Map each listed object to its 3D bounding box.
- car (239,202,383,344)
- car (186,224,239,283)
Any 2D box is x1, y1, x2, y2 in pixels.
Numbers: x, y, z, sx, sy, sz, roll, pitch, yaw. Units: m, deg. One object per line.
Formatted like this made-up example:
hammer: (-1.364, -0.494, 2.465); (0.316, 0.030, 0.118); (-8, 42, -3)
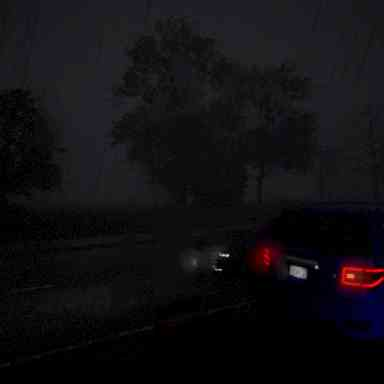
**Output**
car: (3.744, 1.209, 6.096); (5.566, 2.045, 2.150); (0, 0, -33)
car: (2.152, 1.471, 9.430); (4.902, 1.511, 2.128); (0, 0, -32)
